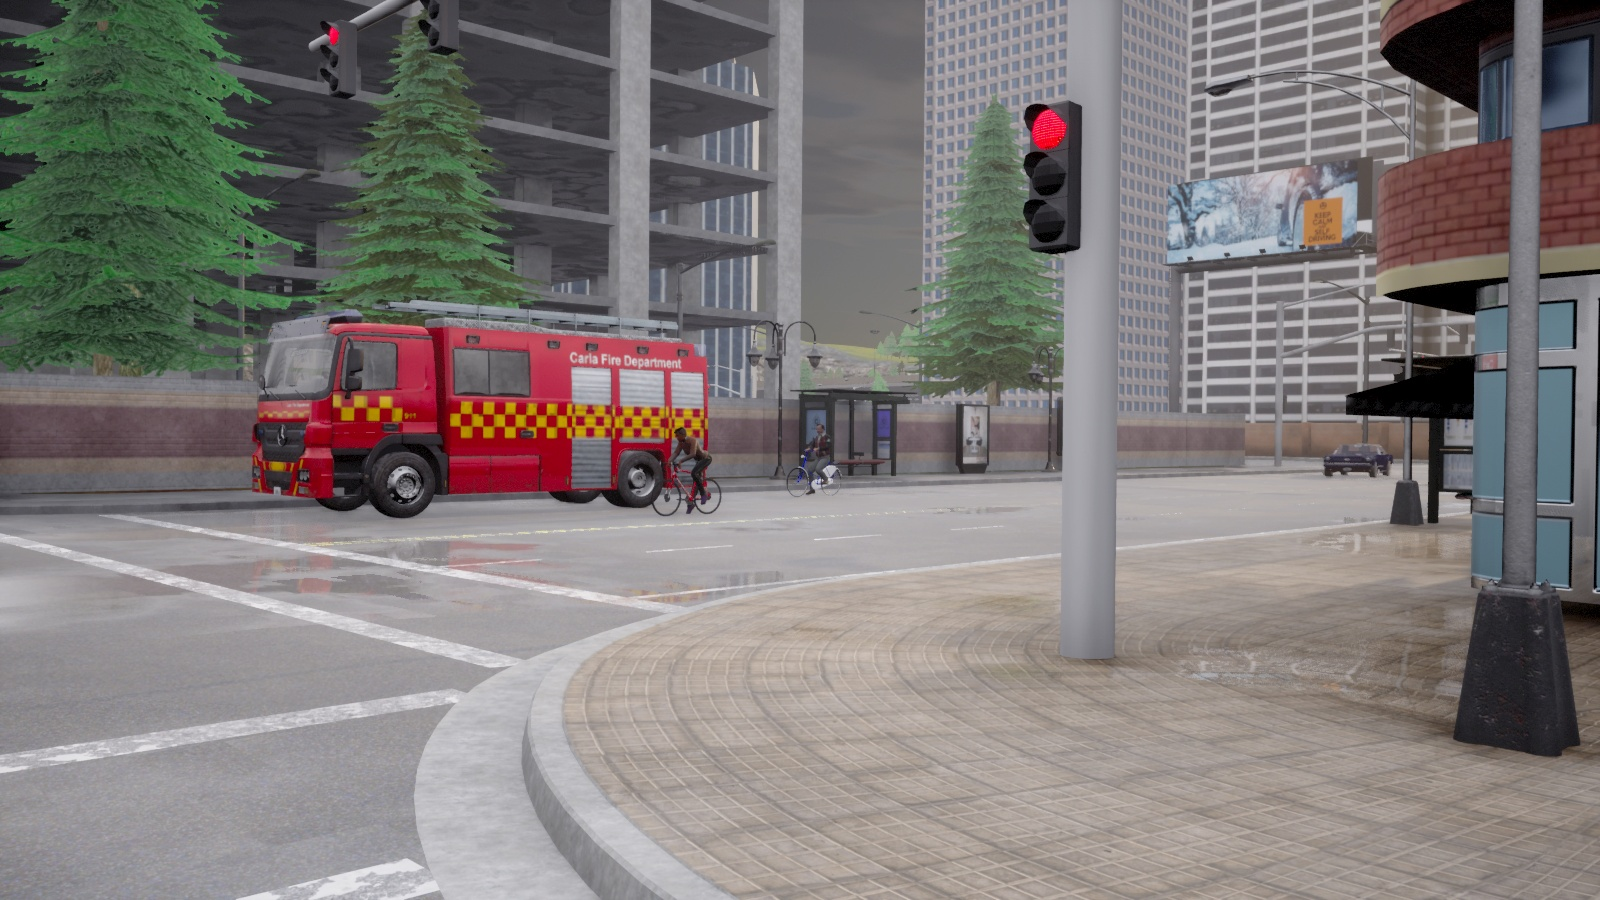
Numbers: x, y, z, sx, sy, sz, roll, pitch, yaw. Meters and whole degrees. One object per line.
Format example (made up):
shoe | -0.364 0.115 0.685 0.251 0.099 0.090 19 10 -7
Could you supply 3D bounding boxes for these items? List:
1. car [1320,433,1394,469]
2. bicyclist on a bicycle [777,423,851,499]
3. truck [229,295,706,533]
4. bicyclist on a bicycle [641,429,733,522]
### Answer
car | 22.092 0.009 49.708 1.895 1.301 4.718 0 1 34
bicyclist on a bicycle | 0.346 0.242 30.206 1.843 1.776 0.659 -1 1 -44
truck | -6.031 -0.653 24.140 8.468 3.827 2.891 -1 1 -44
bicyclist on a bicycle | -2.060 0.443 23.091 1.656 1.620 0.582 -2 1 -44
